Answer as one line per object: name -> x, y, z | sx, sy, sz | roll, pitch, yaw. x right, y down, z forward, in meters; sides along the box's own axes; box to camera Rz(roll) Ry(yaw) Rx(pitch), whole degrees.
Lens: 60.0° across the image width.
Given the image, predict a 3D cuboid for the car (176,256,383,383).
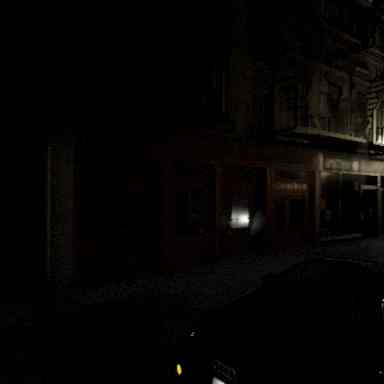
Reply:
car -> 1.883, 1.568, 4.103 | 4.181, 1.385, 1.994 | 0, 0, -36
